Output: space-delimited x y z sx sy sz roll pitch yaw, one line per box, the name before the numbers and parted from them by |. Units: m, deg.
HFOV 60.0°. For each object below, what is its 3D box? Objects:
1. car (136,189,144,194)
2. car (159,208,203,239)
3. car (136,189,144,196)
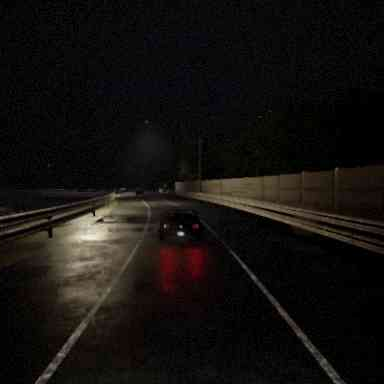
car | -13.697 -0.160 87.309 1.895 1.301 4.718 0 1 -8
car | -0.623 1.423 16.156 1.895 1.301 4.718 0 1 -4
car | -12.007 0.075 77.101 2.033 1.411 5.357 0 1 -10
